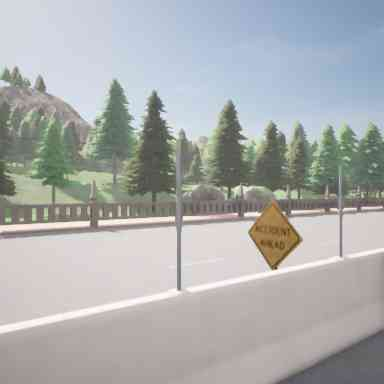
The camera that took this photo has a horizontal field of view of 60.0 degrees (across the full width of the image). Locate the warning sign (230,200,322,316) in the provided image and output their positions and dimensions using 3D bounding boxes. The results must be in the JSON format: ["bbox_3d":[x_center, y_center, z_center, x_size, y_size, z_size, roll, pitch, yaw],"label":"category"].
[{"bbox_3d":[1.551,1.098,6.265,1.060,1.860,1.300,0,0,-35],"label":"warning sign"}]
